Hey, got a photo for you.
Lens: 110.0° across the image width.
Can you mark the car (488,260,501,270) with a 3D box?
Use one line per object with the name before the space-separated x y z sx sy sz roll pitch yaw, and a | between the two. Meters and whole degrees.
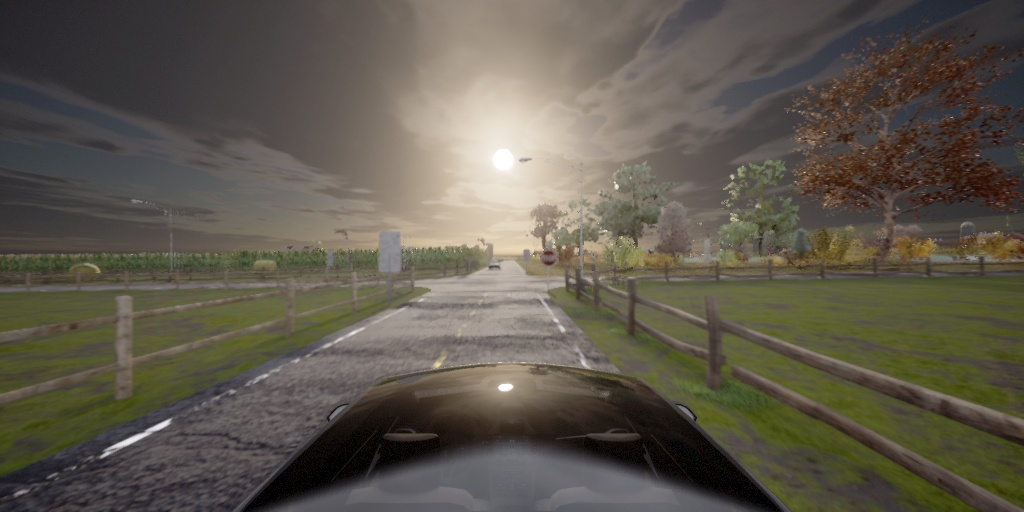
car | -2.765 1.406 57.154 2.033 1.411 5.357 0 0 0
